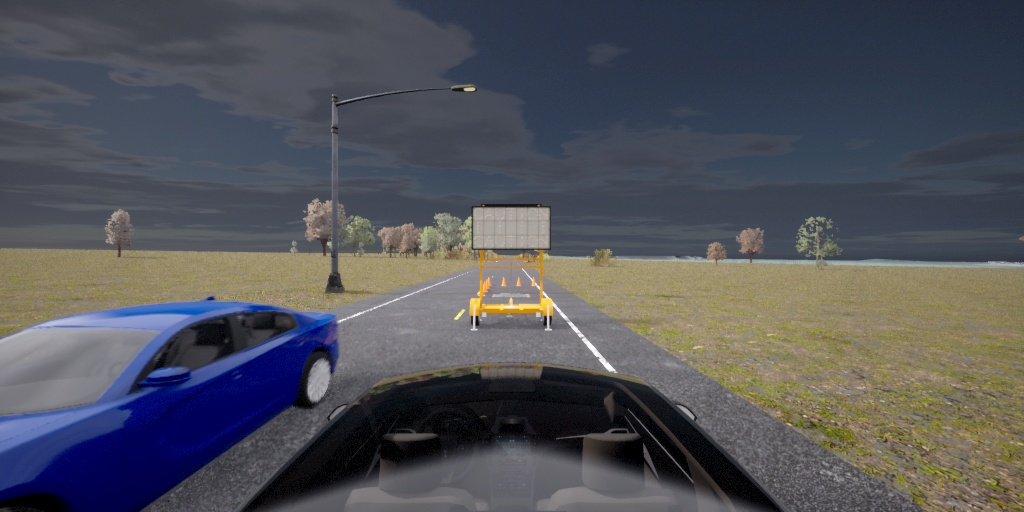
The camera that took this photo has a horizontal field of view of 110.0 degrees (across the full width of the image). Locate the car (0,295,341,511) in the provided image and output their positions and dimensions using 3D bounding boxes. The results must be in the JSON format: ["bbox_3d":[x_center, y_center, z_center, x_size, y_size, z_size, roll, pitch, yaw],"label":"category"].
[{"bbox_3d":[-3.503,1.228,3.344,1.882,1.535,5.008,0,0,0],"label":"car"}]

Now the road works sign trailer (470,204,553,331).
[{"bbox_3d":[-0.023,0.215,11.023,2.380,3.560,2.880,0,0,0],"label":"road works sign trailer"}]
